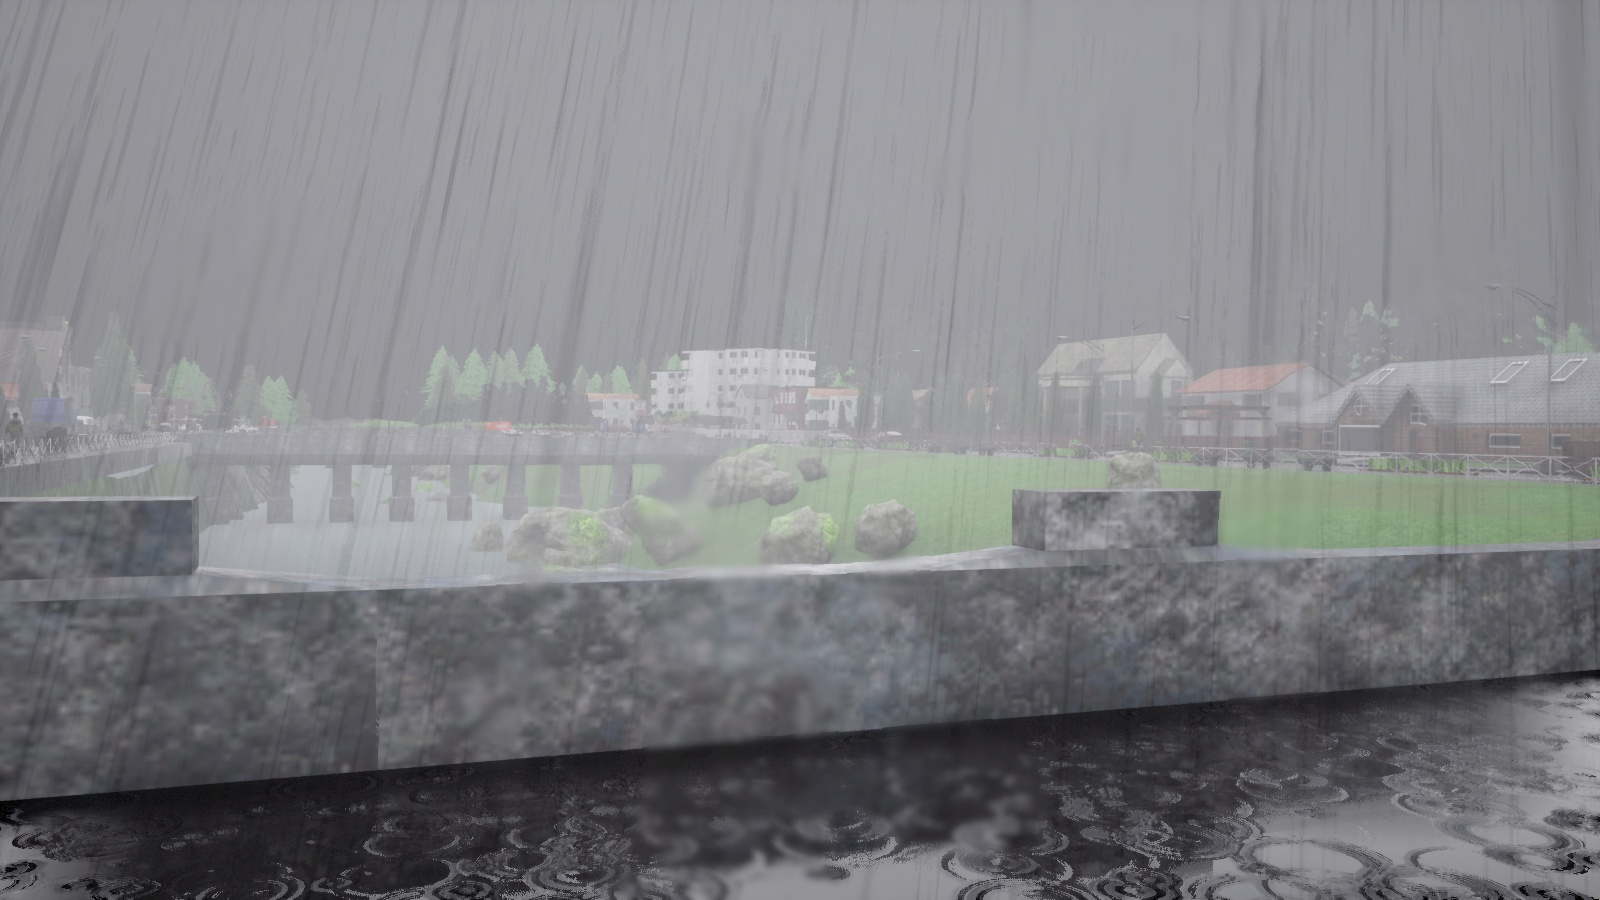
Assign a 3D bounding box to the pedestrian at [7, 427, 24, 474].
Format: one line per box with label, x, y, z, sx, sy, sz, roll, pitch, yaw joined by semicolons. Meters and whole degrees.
pedestrian;-32.703;0.010;52.340;0.396;1.930;0.692;-1;1;-17
